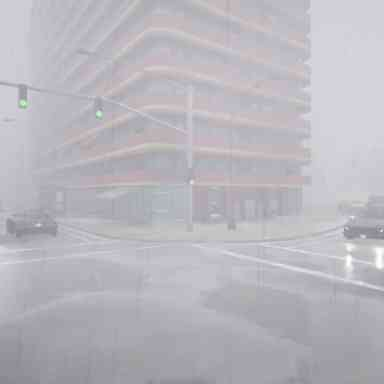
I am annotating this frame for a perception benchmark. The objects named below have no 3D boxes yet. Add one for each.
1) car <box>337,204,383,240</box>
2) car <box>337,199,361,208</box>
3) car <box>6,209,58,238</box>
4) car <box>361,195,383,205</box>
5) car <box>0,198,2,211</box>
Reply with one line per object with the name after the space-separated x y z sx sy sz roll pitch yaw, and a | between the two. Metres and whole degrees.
9.119 1.541 16.441 2.033 1.411 5.357 0 0 40 | car
16.969 1.509 35.107 1.882 1.535 5.008 0 0 5 | car
-8.693 1.591 17.950 1.994 1.385 4.181 0 0 -35 | car
14.426 1.235 25.141 2.150 2.045 5.566 0 0 23 | car
-24.278 1.257 39.938 2.150 2.045 5.566 0 0 -35 | car
